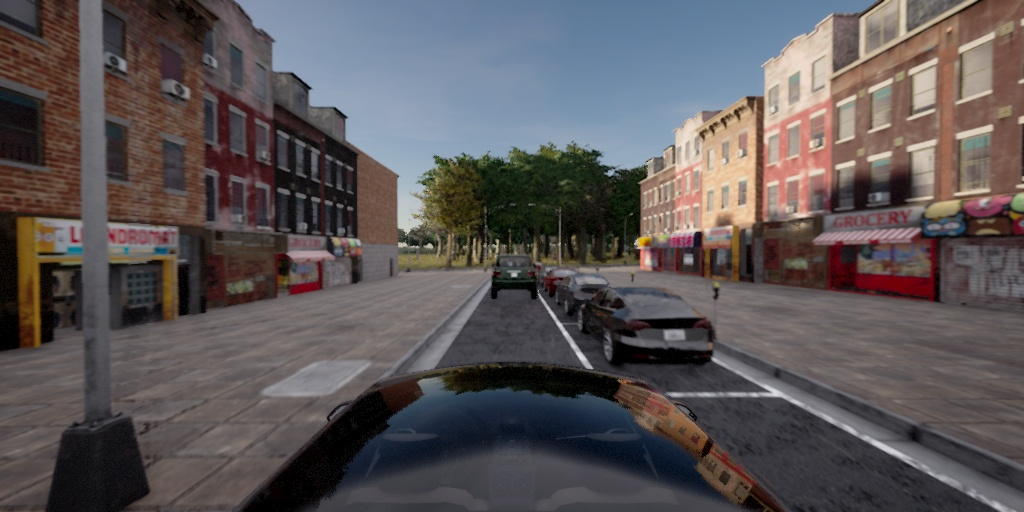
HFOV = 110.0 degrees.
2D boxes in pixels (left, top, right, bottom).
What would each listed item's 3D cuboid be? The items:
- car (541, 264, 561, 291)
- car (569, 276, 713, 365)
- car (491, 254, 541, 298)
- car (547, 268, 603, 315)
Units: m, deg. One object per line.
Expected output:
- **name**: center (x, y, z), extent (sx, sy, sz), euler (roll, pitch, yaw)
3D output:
- **car**: center (2.630, 1.282, 18.681), extent (1.888, 1.381, 4.507), euler (0, 0, 0)
- **car**: center (2.635, 1.310, 7.868), extent (1.948, 1.339, 4.313), euler (0, 0, 0)
- **car**: center (0.096, 0.954, 18.472), extent (2.150, 2.045, 5.566), euler (0, -1, 0)
- **car**: center (2.632, 1.290, 13.274), extent (2.007, 1.370, 4.403), euler (0, 0, 0)
